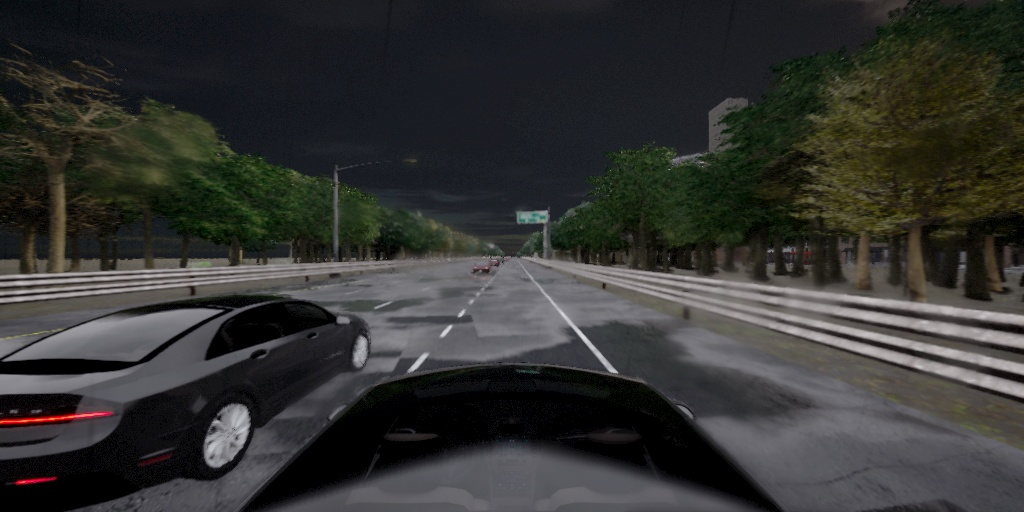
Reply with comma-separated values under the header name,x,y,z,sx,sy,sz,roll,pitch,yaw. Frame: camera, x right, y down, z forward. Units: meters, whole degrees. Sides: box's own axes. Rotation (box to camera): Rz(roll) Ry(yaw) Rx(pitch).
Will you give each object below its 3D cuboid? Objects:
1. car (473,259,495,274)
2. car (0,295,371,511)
name,x,y,z,sx,sy,sz,roll,pitch,yaw
car,-3.411,1.358,41.835,1.895,1.301,4.718,0,0,0
car,-3.498,1.256,4.677,1.837,1.490,4.892,0,0,0
